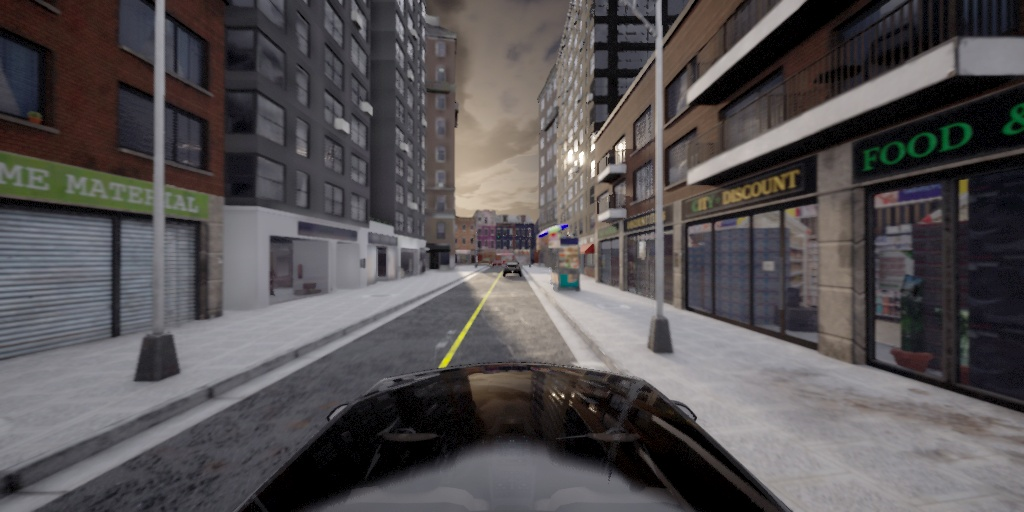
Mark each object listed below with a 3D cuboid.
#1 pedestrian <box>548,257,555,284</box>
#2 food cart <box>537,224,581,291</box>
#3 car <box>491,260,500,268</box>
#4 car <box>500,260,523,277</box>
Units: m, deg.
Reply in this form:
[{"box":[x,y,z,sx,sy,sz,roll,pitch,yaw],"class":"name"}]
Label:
[{"box":[2.678,0.889,22.951,0.375,1.860,0.375,0,0,-10],"class":"pedestrian"},{"box":[2.881,0.213,20.005,2.280,3.560,4.660,0,0,0],"class":"food cart"},{"box":[-2.510,1.344,61.557,1.895,1.301,4.718,0,0,0],"class":"car"},{"box":[0.044,1.248,35.680,1.837,1.490,4.892,0,0,0],"class":"car"}]
